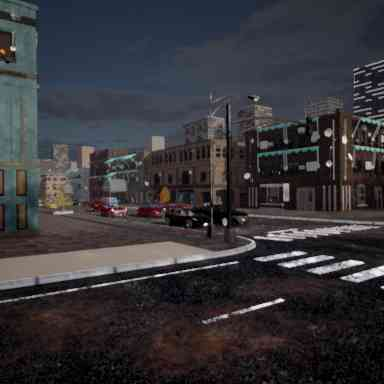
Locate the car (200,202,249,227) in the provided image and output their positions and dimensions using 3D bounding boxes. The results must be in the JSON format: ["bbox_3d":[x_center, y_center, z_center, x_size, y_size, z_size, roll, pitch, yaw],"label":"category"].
[{"bbox_3d":[2.103,1.689,25.068,1.882,1.535,5.008,-1,0,-36],"label":"car"}]

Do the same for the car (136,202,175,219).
[{"bbox_3d":[-3.972,1.894,33.548,1.994,1.385,4.181,-1,0,-37],"label":"car"}]

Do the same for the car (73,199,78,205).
[{"bbox_3d":[-27.282,2.357,76.110,1.947,1.339,4.313,-1,0,-36],"label":"car"}]

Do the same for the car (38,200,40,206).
[{"bbox_3d":[-30.879,2.372,66.733,2.008,1.369,4.403,-1,0,-36],"label":"car"}]

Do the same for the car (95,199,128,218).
[{"bbox_3d":[-8.347,1.842,35.213,1.967,1.590,4.097,-2,0,-36],"label":"car"}]

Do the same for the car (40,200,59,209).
[{"bbox_3d":[-24.342,2.228,57.588,1.752,1.417,4.829,-1,0,-36],"label":"car"}]

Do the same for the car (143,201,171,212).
[{"bbox_3d":[-4.746,1.959,44.591,1.802,1.307,4.206,-2,0,-36],"label":"car"}]

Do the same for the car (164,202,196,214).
[{"bbox_3d":[-1.528,1.897,40.089,1.802,1.307,4.206,-2,0,-36],"label":"car"}]

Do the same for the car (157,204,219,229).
[{"bbox_3d":[-0.372,1.810,23.854,1.947,1.339,4.313,-2,0,-36],"label":"car"}]

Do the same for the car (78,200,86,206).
[{"bbox_3d":[-20.844,2.221,67.105,1.887,1.381,4.507,-1,0,-36],"label":"car"}]

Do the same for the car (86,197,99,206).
[{"bbox_3d":[-17.630,1.933,62.601,2.192,1.841,5.009,-1,0,-36],"label":"car"}]

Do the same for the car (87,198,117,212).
[{"bbox_3d":[-12.028,1.964,44.871,1.882,1.535,5.008,-1,0,-35],"label":"car"}]

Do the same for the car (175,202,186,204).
[{"bbox_3d":[-2.862,1.891,37.506,1.994,1.385,4.181,-1,0,-36],"label":"car"}]
